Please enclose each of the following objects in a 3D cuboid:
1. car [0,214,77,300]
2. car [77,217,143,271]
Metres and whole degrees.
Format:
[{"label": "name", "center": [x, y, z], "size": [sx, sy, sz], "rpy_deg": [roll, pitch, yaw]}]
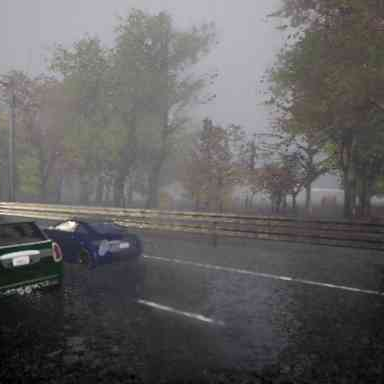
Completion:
[{"label": "car", "center": [-4.969, 1.315, 7.542], "size": [4.553, 1.767, 2.097], "rpy_deg": [0, 0, 36]}, {"label": "car", "center": [-3.597, 1.523, 10.863], "size": [4.181, 1.385, 1.994], "rpy_deg": [0, 0, 36]}]
